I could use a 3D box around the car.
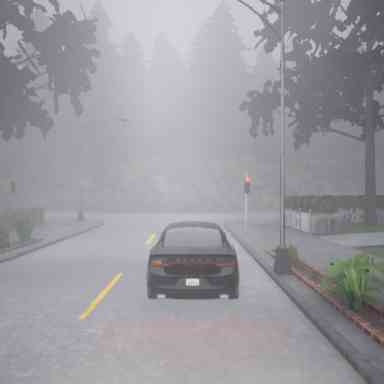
[{"bbox_3d":[0.040,1.477,8.481,1.882,1.535,5.008,0,0,1],"label":"car"}]
